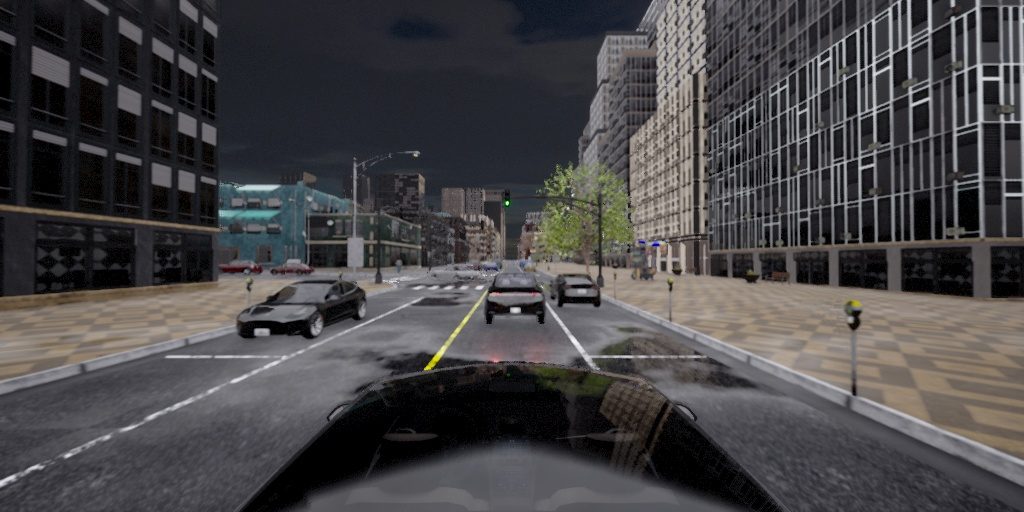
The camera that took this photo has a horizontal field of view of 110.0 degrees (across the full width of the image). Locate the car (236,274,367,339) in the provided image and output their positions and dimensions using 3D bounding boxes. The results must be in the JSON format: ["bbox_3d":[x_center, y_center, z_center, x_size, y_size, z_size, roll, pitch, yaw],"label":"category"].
[{"bbox_3d":[-5.689,1.378,10.331,1.948,1.339,4.313,0,0,0],"label":"car"}]

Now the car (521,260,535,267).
[{"bbox_3d":[2.698,1.652,54.068,1.751,1.417,4.829,0,0,0],"label":"car"}]

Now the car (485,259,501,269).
[{"bbox_3d":[-3.068,1.608,54.502,1.882,1.535,5.008,0,0,0],"label":"car"}]

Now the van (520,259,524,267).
[{"bbox_3d":[2.699,1.507,59.449,1.690,1.789,3.998,0,0,0],"label":"van"}]

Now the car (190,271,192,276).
[{"bbox_3d":[-28.247,1.175,28.808,4.207,1.307,1.802,0,0,-1],"label":"car"}]

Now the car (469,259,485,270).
[{"bbox_3d":[-5.683,1.441,53.896,2.192,1.841,5.009,0,0,0],"label":"car"}]

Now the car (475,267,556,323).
[{"bbox_3d":[0.101,1.319,12.454,2.128,1.511,4.902,0,0,0],"label":"car"}]

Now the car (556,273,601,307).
[{"bbox_3d":[2.693,1.418,15.869,1.948,1.339,4.313,0,0,0],"label":"car"}]

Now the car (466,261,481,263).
[{"bbox_3d":[-5.683,1.668,48.346,1.802,1.307,4.207,0,0,0],"label":"car"}]

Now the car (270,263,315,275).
[{"bbox_3d":[-22.816,1.345,37.264,4.207,1.307,1.802,0,0,-1],"label":"car"}]

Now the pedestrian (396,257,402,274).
[{"bbox_3d":[-12.744,1.066,40.360,0.375,1.860,0.375,0,-1,-1],"label":"pedestrian"}]

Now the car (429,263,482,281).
[{"bbox_3d":[-5.380,1.576,32.916,4.718,1.301,1.895,0,-1,35],"label":"car"}]

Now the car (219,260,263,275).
[{"bbox_3d":[-28.364,1.134,37.187,4.097,1.591,1.967,0,0,-1],"label":"car"}]
